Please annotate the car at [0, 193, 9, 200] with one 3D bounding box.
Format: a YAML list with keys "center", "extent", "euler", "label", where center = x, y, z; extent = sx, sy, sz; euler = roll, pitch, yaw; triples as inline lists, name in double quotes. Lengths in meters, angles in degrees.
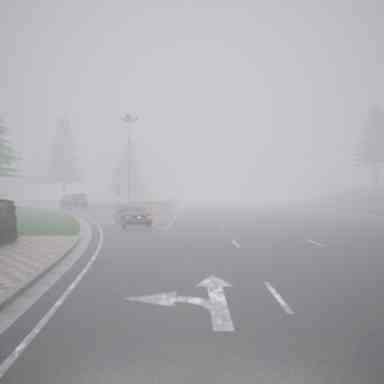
- center: [-38.792, 1.254, 66.999]
  extent: [5.566, 2.045, 2.150]
  euler: [0, 0, 41]
  label: "car"

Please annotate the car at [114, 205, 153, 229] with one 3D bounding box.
- center: [-3.963, 1.538, 21.908]
  extent: [2.033, 1.411, 5.357]
  euler: [0, 0, -20]
  label: "car"

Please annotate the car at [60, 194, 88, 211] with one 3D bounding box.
- center: [-14.768, 1.220, 41.439]
  extent: [2.150, 2.045, 5.566]
  euler: [0, 0, -36]
  label: "car"
